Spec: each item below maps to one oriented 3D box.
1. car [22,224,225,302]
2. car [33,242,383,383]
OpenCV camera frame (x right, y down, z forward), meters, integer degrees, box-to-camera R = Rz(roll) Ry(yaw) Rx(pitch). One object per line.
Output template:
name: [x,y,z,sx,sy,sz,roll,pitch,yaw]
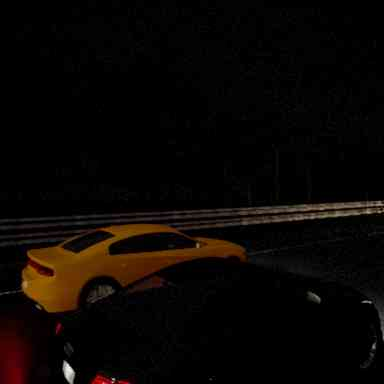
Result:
car: [-0.948,1.455,7.368,5.008,1.535,1.882,0,0,-35]
car: [0.531,1.546,4.123,4.181,1.385,1.994,0,0,-35]
